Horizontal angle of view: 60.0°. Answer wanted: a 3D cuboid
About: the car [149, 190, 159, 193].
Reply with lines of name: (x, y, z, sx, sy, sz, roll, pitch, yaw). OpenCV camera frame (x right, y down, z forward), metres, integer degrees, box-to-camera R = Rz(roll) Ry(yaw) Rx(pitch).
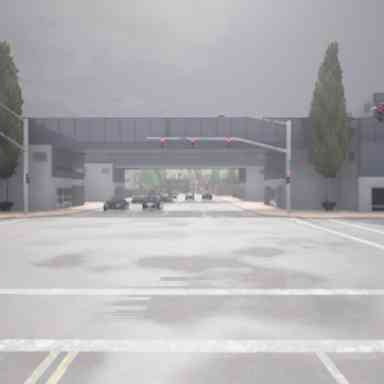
car: (-7.471, 0.607, 65.311, 2.150, 2.045, 5.566, 0, 1, 1)

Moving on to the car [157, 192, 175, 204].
car: (-4.114, 1.059, 51.633, 1.994, 1.385, 4.181, 0, 1, 1)

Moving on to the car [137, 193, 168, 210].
car: (-4.229, 1.135, 36.321, 2.128, 1.511, 4.902, 0, 1, 2)

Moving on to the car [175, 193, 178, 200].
car: (-3.939, 0.850, 67.467, 1.837, 1.490, 4.892, 0, 2, 1)

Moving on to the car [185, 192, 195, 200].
car: (-0.448, 0.905, 65.596, 2.033, 1.411, 5.357, 0, 1, 0)

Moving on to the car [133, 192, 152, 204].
car: (-7.647, 1.068, 48.931, 2.033, 1.411, 5.357, 0, 1, 1)

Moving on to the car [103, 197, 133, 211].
car: (-7.754, 1.226, 34.294, 1.994, 1.385, 4.181, 0, 1, 1)

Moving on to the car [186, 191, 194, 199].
car: (-0.382, 0.661, 75.281, 1.882, 1.535, 5.008, 0, 1, 0)

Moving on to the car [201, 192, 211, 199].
car: (3.117, 0.700, 75.186, 2.128, 1.511, 4.902, 0, 1, 0)

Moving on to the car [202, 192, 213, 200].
car: (3.053, 0.861, 65.799, 1.837, 1.490, 4.892, 0, 1, 0)
